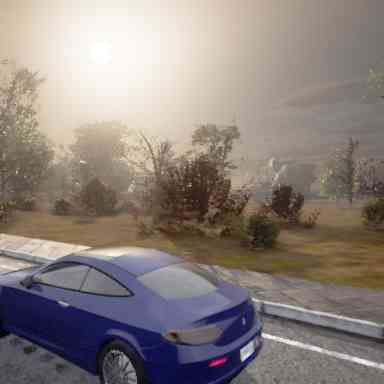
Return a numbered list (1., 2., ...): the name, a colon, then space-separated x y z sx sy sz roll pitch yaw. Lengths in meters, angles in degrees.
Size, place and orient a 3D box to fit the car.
1. car: -1.279 1.526 4.906 4.674 1.442 1.812 0 0 35
